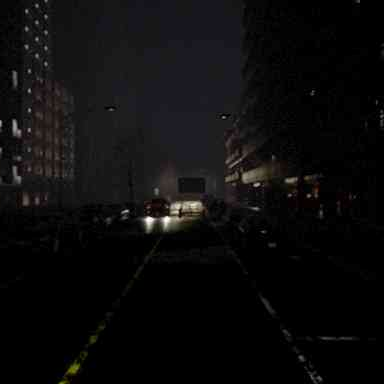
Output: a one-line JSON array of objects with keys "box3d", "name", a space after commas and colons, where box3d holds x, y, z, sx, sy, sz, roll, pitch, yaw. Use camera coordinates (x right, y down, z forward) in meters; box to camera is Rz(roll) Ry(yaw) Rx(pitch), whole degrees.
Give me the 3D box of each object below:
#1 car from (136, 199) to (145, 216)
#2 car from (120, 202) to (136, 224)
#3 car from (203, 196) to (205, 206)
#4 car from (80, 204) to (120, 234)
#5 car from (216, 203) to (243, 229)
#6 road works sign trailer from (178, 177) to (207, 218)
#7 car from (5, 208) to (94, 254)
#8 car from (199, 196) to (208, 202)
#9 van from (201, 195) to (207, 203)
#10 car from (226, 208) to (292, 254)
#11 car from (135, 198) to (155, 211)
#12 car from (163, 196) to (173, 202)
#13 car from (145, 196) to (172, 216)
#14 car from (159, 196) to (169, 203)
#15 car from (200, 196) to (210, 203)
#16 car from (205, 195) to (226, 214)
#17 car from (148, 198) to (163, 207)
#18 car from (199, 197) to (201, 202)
[{"box3d": [-5.695, 1.537, 29.920, 1.887, 1.381, 4.507, 0, 0, 0], "name": "car"}, {"box3d": [-5.694, 1.543, 24.388, 2.008, 1.369, 4.403, 0, 0, 0], "name": "car"}, {"box3d": [2.683, 1.579, 46.520, 1.802, 1.307, 4.206, 0, 0, 0], "name": "car"}, {"box3d": [-5.693, 1.434, 18.856, 1.967, 1.590, 4.097, 0, 0, 0], "name": "car"}, {"box3d": [2.688, 1.545, 18.857, 2.008, 1.369, 4.403, 0, 0, 0], "name": "car"}, {"box3d": [-0.004, 0.457, 29.123, 2.380, 3.560, 2.880, 0, 0, 0], "name": "road works sign trailer"}, {"box3d": [-5.692, 1.546, 13.323, 2.008, 1.369, 4.403, 0, 0, 0], "name": "car"}, {"box3d": [2.678, 1.570, 79.716, 2.008, 1.369, 4.403, 0, 0, 0], "name": "car"}, {"box3d": [2.682, 1.341, 52.052, 1.690, 1.788, 3.998, 0, 0, 0], "name": "van"}, {"box3d": [2.689, 1.546, 13.324, 2.008, 1.369, 4.403, 0, 0, 0], "name": "car"}, {"box3d": [-5.696, 1.520, 40.816, 1.752, 1.417, 4.829, 0, 0, 0], "name": "car"}, {"box3d": [-5.702, 1.564, 79.715, 1.887, 1.381, 4.507, 0, 0, 0], "name": "car"}, {"box3d": [-3.101, 1.344, 31.859, 2.097, 1.767, 4.553, 0, 0, 0], "name": "car"}, {"box3d": [-5.700, 1.535, 68.479, 1.752, 1.417, 4.829, 0, 0, 0], "name": "car"}, {"box3d": [2.680, 1.560, 68.650, 2.008, 1.369, 4.403, 0, 0, 0], "name": "car"}, {"box3d": [2.685, 1.433, 35.454, 1.967, 1.590, 4.097, 0, 0, 0], "name": "car"}, {"box3d": [-5.698, 1.582, 52.052, 1.802, 1.307, 4.206, 0, 0, 0], "name": "car"}, {"box3d": [2.681, 1.443, 57.585, 1.967, 1.590, 4.097, 0, 0, 0], "name": "car"}]
